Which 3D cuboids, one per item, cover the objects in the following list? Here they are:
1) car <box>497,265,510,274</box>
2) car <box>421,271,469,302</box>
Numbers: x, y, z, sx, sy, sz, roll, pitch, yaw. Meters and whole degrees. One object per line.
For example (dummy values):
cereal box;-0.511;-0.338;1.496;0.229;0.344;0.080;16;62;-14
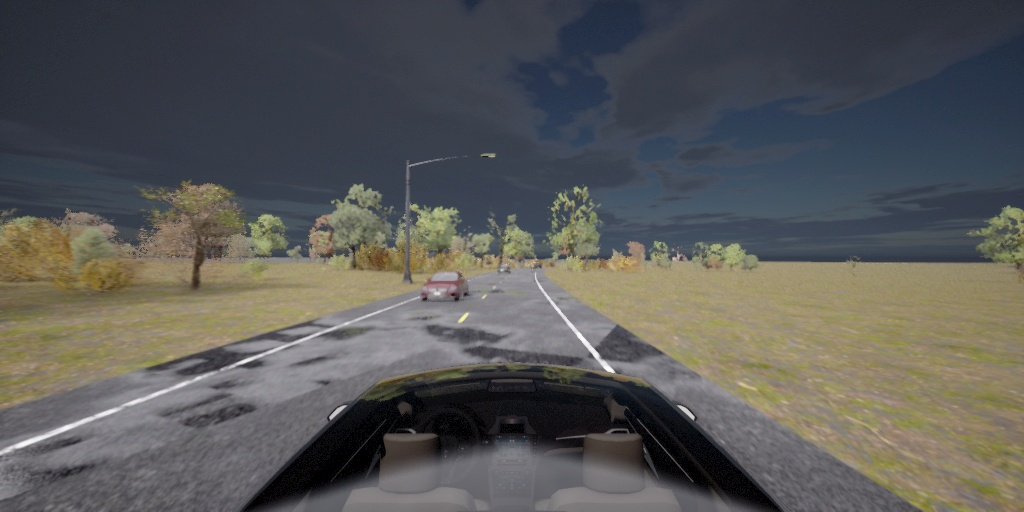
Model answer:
car;-1.356;2.198;60.303;2.128;1.511;4.902;0;-1;5
car;-3.393;1.513;18.888;1.812;1.442;4.674;0;-1;1
